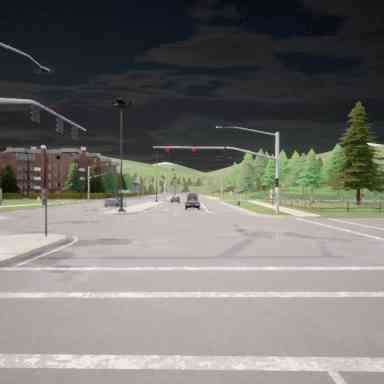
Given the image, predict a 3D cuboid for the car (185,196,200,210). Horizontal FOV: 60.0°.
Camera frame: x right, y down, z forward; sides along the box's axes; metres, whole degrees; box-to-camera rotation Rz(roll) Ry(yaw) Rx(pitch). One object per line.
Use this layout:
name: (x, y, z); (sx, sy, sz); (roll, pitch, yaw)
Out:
car: (0.055, 1.601, 43.513); (1.895, 1.301, 4.718); (0, 0, 0)

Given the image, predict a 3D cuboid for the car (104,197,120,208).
car: (-11.518, 1.525, 48.612); (1.812, 1.442, 4.674); (0, 0, 0)

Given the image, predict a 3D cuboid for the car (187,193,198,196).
car: (0.088, 1.221, 68.949); (2.150, 2.045, 5.566); (0, 0, 0)

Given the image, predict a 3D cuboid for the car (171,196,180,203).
car: (-3.412, 1.491, 68.922); (2.128, 1.511, 4.902); (0, 0, 0)
